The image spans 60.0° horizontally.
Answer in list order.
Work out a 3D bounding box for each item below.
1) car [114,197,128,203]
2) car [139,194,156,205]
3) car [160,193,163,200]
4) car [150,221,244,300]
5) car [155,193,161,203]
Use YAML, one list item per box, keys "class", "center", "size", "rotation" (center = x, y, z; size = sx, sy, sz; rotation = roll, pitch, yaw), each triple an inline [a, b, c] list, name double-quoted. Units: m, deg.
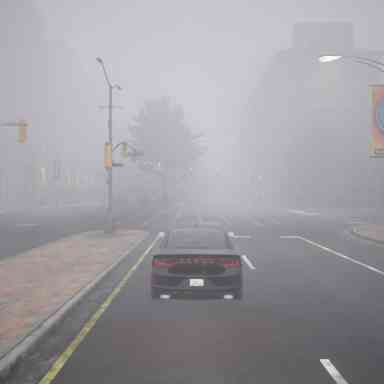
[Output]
- class: "car"
  center: [-14.460, 1.595, 67.846]
  size: [1.895, 1.301, 4.718]
  rotation: [0, 0, 0]
- class: "car"
  center: [-7.841, 1.505, 56.473]
  size: [1.837, 1.490, 4.892]
  rotation: [0, 0, 1]
- class: "car"
  center: [-7.674, 1.225, 76.484]
  size: [2.150, 2.045, 5.566]
  rotation: [0, 0, 0]
- class: "car"
  center: [0.114, 1.478, 8.462]
  size: [1.882, 1.535, 5.008]
  rotation: [0, 0, 1]
- class: "car"
  center: [-7.754, 1.526, 65.732]
  size: [1.812, 1.442, 4.674]
  rotation: [0, 0, 1]
